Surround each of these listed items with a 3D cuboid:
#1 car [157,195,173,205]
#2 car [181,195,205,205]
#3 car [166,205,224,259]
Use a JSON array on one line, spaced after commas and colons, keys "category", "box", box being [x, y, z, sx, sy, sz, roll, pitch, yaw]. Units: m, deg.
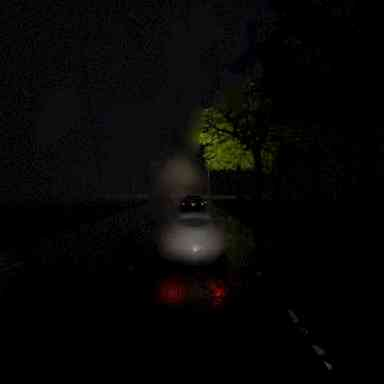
[{"category": "car", "box": [-3.667, 1.079, 45.717, 1.994, 1.385, 4.181, 0, 1, 0]}, {"category": "car", "box": [0.095, 1.064, 29.670, 2.097, 1.767, 4.553, 0, 1, 0]}, {"category": "car", "box": [0.105, 1.417, 11.927, 1.812, 1.442, 4.674, 0, 1, 0]}]
